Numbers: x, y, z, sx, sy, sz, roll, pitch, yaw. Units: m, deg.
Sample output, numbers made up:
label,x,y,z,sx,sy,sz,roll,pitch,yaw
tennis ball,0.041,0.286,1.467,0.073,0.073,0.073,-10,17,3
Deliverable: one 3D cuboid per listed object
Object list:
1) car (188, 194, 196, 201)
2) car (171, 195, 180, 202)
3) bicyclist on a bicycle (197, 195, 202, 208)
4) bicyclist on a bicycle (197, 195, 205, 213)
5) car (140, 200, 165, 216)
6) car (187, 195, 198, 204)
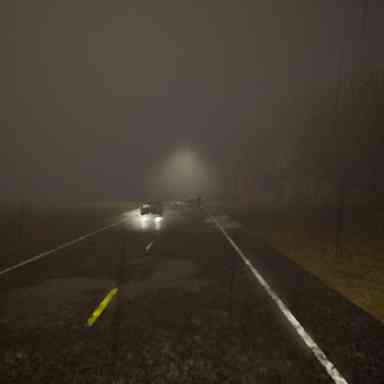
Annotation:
label,x,y,z,sx,sy,sz,roll,pitch,yaw
car,0.017,1.304,75.050,1.812,1.442,4.674,0,0,0
car,-3.484,1.321,72.050,2.033,1.411,5.357,0,0,0
bicyclist on a bicycle,0.972,1.240,44.375,0.659,1.776,1.843,0,0,0
bicyclist on a bicycle,0.986,1.334,34.739,0.866,1.612,1.509,0,0,0
car,-3.592,1.455,31.207,2.033,1.411,5.357,0,0,0
car,0.054,1.392,58.685,1.994,1.385,4.181,0,0,1
